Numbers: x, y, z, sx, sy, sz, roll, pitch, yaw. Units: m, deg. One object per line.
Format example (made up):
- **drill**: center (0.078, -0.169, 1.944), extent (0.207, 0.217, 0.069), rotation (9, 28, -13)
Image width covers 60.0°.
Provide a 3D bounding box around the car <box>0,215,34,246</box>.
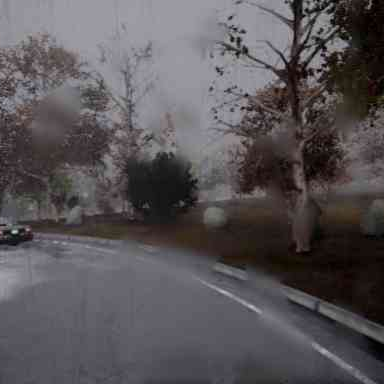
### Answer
- **car**: center (-9.120, 1.607, 13.933), extent (5.357, 1.411, 2.033), rotation (-1, 0, 25)
